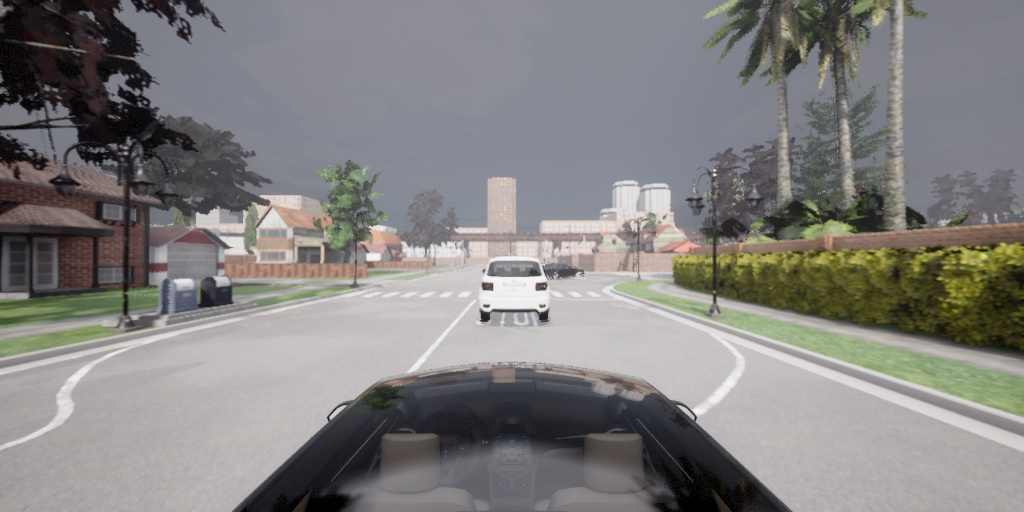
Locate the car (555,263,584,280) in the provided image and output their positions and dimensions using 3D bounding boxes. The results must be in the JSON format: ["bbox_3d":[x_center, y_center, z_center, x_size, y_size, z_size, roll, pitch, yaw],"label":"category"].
[{"bbox_3d":[4.446,1.386,32.849,4.892,1.490,1.837,0,-3,-35],"label":"car"}]

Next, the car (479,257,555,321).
[{"bbox_3d":[0.079,1.049,12.925,2.150,2.045,5.566,0,0,0],"label":"car"}]
